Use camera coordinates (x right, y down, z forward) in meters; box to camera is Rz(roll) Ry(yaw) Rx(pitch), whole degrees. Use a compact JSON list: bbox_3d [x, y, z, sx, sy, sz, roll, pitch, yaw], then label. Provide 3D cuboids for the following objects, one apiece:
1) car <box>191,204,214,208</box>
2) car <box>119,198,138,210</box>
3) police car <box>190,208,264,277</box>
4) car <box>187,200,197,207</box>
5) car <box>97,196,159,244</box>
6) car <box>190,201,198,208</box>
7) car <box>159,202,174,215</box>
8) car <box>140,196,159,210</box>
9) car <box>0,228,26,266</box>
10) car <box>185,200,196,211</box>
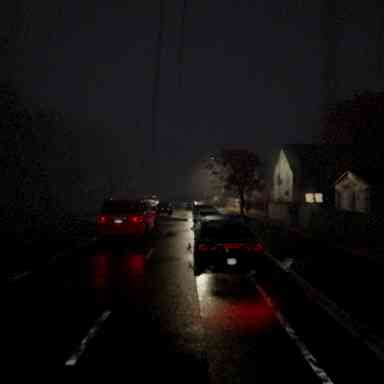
[{"bbox_3d":[0.977,1.708,20.651,1.812,1.442,4.674,0,0,0],"label":"car"},{"bbox_3d":[-9.819,1.781,52.003,2.097,1.767,4.553,0,-1,0],"label":"car"},{"bbox_3d":[0.976,1.522,10.762,1.930,1.638,5.238,0,-1,0],"label":"police car"},{"bbox_3d":[0.003,2.103,61.929,1.895,1.301,4.718,0,0,0],"label":"car"},{"bbox_3d":[-3.150,1.371,16.904,2.150,2.045,5.566,0,0,0],"label":"car"},{"bbox_3d":[0.976,1.738,26.650,1.837,1.490,4.892,0,0,0],"label":"car"},{"bbox_3d":[-3.148,1.870,38.021,2.033,1.411,5.357,0,0,0],"label":"car"},{"bbox_3d":[-6.571,1.647,51.641,2.150,2.045,5.566,0,0,0],"label":"car"},{"bbox_3d":[-6.598,1.649,9.519,1.994,1.385,4.181,0,-1,0],"label":"car"},{"bbox_3d":[0.019,1.934,46.316,2.033,1.411,5.357,0,0,0],"label":"car"}]
